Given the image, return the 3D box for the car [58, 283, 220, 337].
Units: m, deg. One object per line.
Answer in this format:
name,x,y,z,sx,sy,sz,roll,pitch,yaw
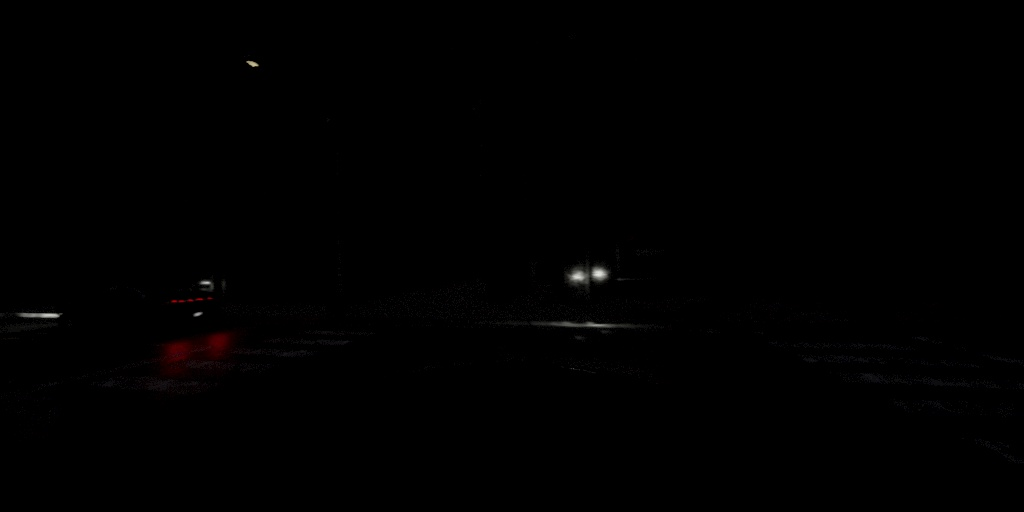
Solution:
car,-11.875,1.624,11.452,4.902,1.511,2.128,-2,-1,14
